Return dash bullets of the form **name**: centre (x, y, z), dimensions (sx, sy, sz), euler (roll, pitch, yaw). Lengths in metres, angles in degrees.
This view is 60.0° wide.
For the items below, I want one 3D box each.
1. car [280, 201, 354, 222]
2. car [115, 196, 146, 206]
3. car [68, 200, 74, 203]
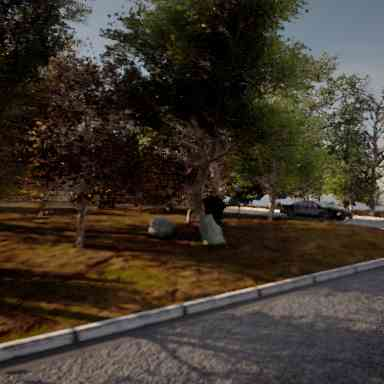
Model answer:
- **car**: centre (9.214, 1.377, 25.080), dimensions (2.033, 1.411, 5.357), euler (2, 0, -34)
- **car**: centre (-7.453, 0.879, 39.488), dimensions (5.008, 1.535, 1.882), euler (1, -2, -8)
- **car**: centre (-13.007, 0.661, 41.557), dimensions (4.553, 1.767, 2.097), euler (2, -1, -21)
